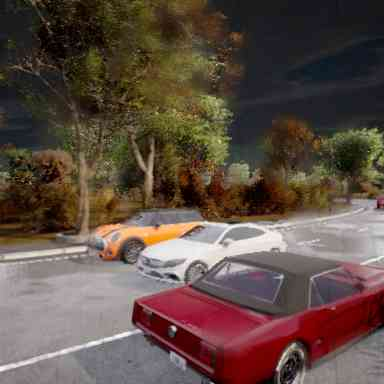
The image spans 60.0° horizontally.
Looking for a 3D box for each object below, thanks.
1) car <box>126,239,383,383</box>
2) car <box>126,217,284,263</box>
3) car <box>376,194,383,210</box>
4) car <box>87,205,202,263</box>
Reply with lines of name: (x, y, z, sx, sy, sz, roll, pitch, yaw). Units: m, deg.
car: (1.595, 1.613, 5.120, 4.718, 1.301, 1.895, 0, 0, -38)
car: (0.761, 1.549, 9.221, 4.674, 1.442, 1.812, 0, 0, -39)
car: (26.055, 1.262, 44.505, 2.150, 2.045, 5.566, 0, 0, 30)
car: (-1.387, 1.386, 11.991, 4.553, 1.767, 2.097, 0, 0, -39)
